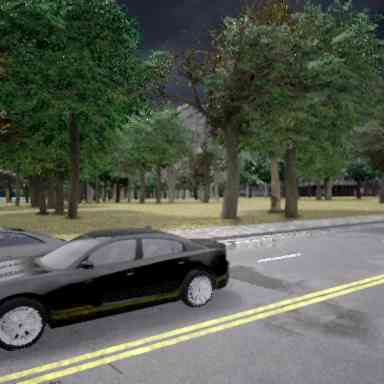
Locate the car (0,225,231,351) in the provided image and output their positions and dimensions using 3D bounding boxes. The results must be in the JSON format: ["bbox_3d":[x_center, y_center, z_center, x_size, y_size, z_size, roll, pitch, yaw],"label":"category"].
[{"bbox_3d":[-1.562,1.456,6.330,5.008,1.535,1.882,0,0,-33],"label":"car"}]
